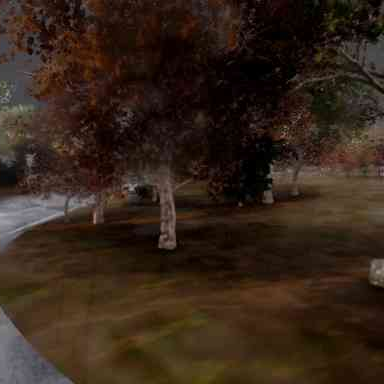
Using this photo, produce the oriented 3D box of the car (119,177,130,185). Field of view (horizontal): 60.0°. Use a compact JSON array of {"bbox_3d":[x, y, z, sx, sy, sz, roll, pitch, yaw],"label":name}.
[{"bbox_3d":[-13.374,-2.315,66.890,1.837,1.490,4.892,0,4,3],"label":"car"}]
